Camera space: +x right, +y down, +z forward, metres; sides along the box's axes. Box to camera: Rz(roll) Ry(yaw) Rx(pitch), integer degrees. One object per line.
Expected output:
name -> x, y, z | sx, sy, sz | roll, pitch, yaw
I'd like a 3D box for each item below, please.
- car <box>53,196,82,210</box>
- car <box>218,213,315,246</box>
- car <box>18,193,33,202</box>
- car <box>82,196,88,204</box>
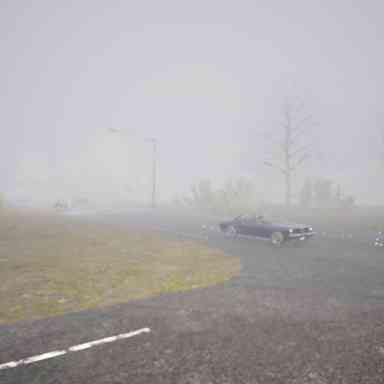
car -> -16.322, 1.453, 42.478 | 2.128, 1.511, 4.902 | 1, 0, -37
car -> 3.513, 1.728, 16.335 | 1.895, 1.301, 4.718 | 1, 0, -37
car -> -33.132, 1.388, 66.686 | 1.895, 1.301, 4.718 | 1, 0, -30
car -> -19.909, 1.439, 58.777 | 2.128, 1.511, 4.902 | 1, 0, -37
